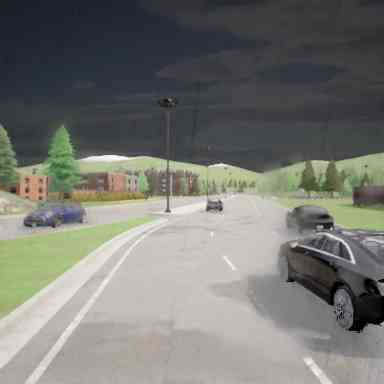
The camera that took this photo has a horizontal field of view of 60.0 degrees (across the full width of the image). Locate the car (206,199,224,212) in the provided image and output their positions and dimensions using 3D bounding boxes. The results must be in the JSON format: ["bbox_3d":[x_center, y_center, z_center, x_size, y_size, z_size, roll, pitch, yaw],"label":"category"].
[{"bbox_3d":[2.876,1.593,41.159,2.128,1.511,4.902,0,0,9],"label":"car"}]

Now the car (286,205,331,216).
[{"bbox_3d":[6.789,1.552,19.505,1.837,1.490,4.892,0,0,5],"label":"car"}]

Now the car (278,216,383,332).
[{"bbox_3d":[3.285,1.508,6.881,2.128,1.511,4.902,0,0,-4],"label":"car"}]

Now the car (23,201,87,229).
[{"bbox_3d":[-9.041,1.410,22.367,2.097,1.767,4.553,0,0,14],"label":"car"}]
